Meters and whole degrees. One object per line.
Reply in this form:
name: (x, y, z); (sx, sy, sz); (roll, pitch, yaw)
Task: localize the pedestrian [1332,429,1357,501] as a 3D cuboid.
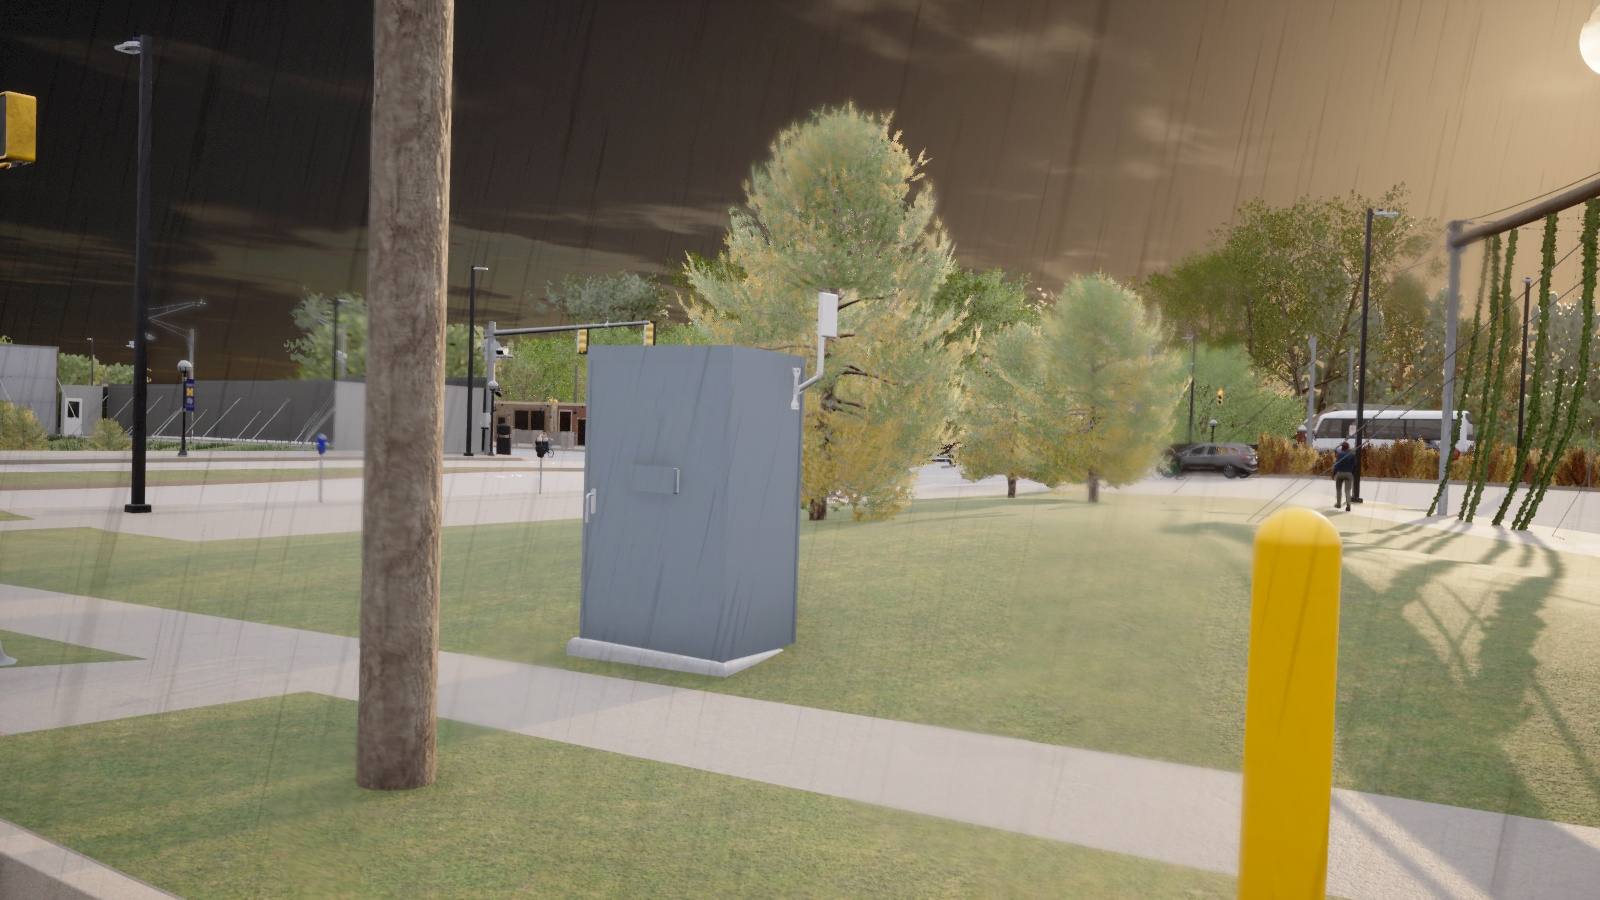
pedestrian: (14.007, 0.376, 32.315); (0.370, 1.835, 0.726); (1, 2, 8)

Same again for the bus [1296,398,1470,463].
bus: (40.042, -1.316, 86.512); (10.273, 4.253, 3.944); (0, 1, 36)

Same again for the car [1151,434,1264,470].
car: (19.299, 0.091, 59.531); (4.611, 1.667, 2.242); (0, 1, 34)
